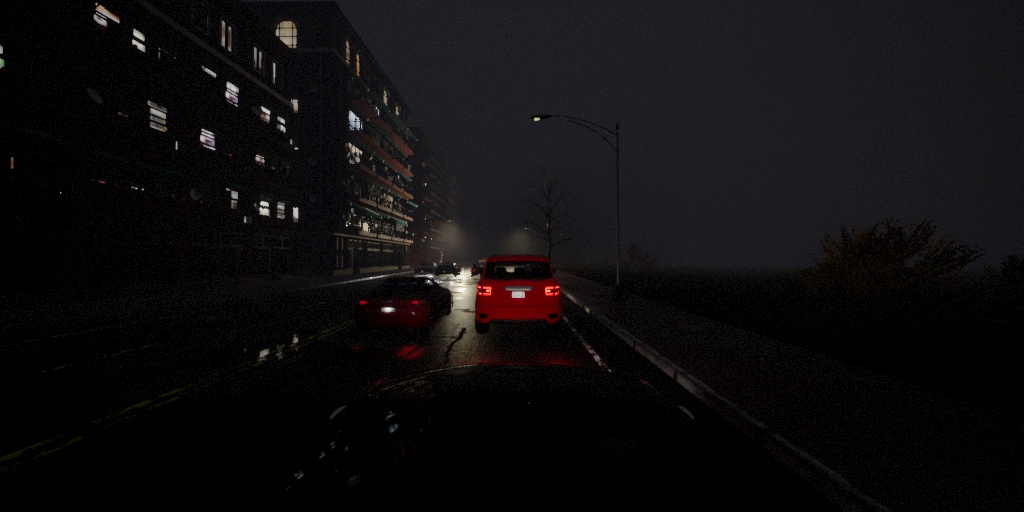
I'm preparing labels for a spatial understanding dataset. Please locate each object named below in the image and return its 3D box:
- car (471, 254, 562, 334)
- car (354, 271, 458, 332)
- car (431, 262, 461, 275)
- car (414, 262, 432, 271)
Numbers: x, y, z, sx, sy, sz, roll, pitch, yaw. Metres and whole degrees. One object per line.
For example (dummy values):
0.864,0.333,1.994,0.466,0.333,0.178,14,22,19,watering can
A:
0.168,0.973,10.811,2.150,2.045,5.566,0,0,1,car
-3.079,1.316,10.955,1.994,1.385,4.181,0,0,0,car
-6.328,1.318,35.630,1.994,1.385,4.181,0,0,0,car
-9.540,1.354,40.374,1.895,1.301,4.718,0,0,0,car
